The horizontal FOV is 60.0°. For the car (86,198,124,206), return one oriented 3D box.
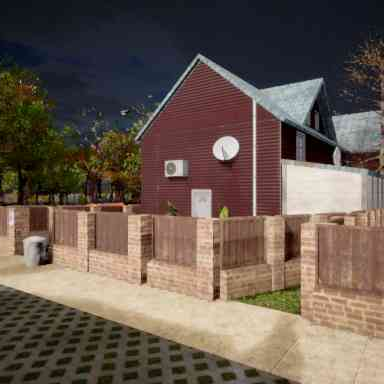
[{"bbox_3d":[-8.923,1.438,33.442,2.097,1.767,4.553,0,0,35],"label":"car"}]

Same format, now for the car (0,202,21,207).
[{"bbox_3d":[-14.847,1.556,25.082,1.837,1.490,4.892,0,0,35],"label":"car"}]
